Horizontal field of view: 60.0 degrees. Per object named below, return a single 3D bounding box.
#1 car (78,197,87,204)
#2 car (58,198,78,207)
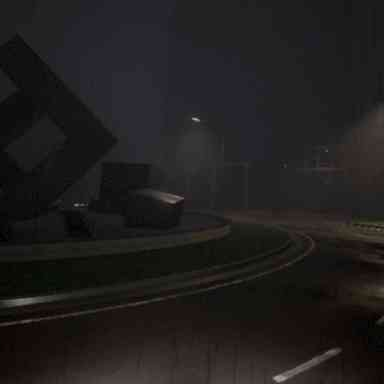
[{"bbox_3d":[-22.682,1.799,68.319,1.994,1.385,4.181,1,-1,-13],"label":"car"},{"bbox_3d":[-20.326,1.656,52.756,1.812,1.442,4.674,1,-1,1],"label":"car"}]
